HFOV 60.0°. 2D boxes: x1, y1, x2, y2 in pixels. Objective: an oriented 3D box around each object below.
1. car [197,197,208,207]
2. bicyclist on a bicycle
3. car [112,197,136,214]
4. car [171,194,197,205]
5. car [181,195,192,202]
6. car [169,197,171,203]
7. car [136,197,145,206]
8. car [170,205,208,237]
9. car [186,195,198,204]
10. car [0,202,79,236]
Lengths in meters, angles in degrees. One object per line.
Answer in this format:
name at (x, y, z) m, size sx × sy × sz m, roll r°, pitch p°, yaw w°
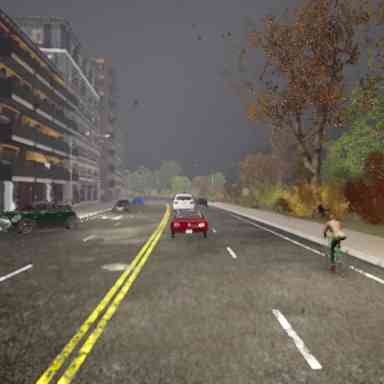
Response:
car at (1.352, 1.589, 51.006) m, size 1.837 × 1.490 × 4.892 m, roll 0°, pitch 0°, yaw -4°
bicyclist on a bicycle at (4.042, 1.469, 9.491) m, size 0.582 × 1.620 × 1.656 m, roll 0°, pitch 0°, yaw -1°
car at (-7.706, 1.598, 37.310) m, size 1.812 × 1.442 × 4.674 m, roll 0°, pitch 0°, yaw -3°
car at (-0.973, 1.287, 36.863) m, size 2.150 × 2.045 × 5.566 m, roll 0°, pitch 0°, yaw -3°
car at (-1.333, 1.591, 78.368) m, size 1.882 × 1.535 × 5.008 m, roll 0°, pitch 0°, yaw -7°
car at (-4.024, 1.637, 73.185) m, size 2.128 × 1.511 × 4.902 m, roll 0°, pitch 0°, yaw -7°
car at (-8.949, 1.576, 55.771) m, size 1.882 × 1.535 × 5.008 m, roll 0°, pitch 0°, yaw -4°
car at (-0.198, 1.636, 18.382) m, size 1.895 × 1.301 × 4.718 m, roll 0°, pitch 0°, yaw -2°
car at (-0.023, 1.453, 66.189) m, size 2.097 × 1.767 × 4.553 m, roll 0°, pitch 0°, yaw -5°
car at (-8.768, 1.362, 19.015) m, size 2.097 × 1.767 × 4.553 m, roll 2°, pitch 0°, yaw 28°
